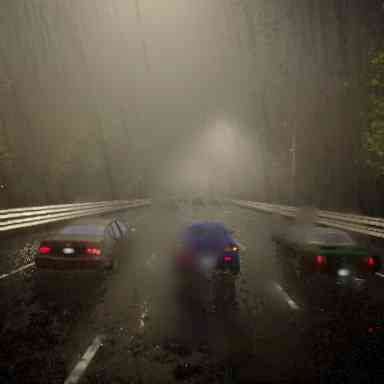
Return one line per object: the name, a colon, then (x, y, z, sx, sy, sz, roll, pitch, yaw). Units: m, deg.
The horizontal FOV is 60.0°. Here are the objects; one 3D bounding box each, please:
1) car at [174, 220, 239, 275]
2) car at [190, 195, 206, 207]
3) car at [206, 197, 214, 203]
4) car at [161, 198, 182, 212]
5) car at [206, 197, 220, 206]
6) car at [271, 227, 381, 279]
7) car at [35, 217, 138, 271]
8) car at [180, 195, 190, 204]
car: (0.436, 1.620, 10.802, 1.812, 1.442, 4.674, 2, 0, 1)
car: (1.135, 1.829, 63.748, 2.097, 1.767, 4.553, 2, 0, 1)
car: (5.027, 2.297, 94.128, 2.128, 1.511, 4.902, 2, 0, 1)
car: (-2.657, 1.754, 41.912, 1.812, 1.442, 4.674, 2, 0, 1)
car: (4.715, 1.973, 69.984, 2.097, 1.767, 4.553, 2, 0, 1)
car: (3.931, 1.794, 10.756, 1.895, 1.301, 4.718, 2, 0, 1)
car: (-3.065, 1.542, 10.846, 2.033, 1.411, 5.357, 2, 0, 1)
car: (-2.182, 1.948, 77.952, 1.882, 1.535, 5.008, 2, 0, 1)
